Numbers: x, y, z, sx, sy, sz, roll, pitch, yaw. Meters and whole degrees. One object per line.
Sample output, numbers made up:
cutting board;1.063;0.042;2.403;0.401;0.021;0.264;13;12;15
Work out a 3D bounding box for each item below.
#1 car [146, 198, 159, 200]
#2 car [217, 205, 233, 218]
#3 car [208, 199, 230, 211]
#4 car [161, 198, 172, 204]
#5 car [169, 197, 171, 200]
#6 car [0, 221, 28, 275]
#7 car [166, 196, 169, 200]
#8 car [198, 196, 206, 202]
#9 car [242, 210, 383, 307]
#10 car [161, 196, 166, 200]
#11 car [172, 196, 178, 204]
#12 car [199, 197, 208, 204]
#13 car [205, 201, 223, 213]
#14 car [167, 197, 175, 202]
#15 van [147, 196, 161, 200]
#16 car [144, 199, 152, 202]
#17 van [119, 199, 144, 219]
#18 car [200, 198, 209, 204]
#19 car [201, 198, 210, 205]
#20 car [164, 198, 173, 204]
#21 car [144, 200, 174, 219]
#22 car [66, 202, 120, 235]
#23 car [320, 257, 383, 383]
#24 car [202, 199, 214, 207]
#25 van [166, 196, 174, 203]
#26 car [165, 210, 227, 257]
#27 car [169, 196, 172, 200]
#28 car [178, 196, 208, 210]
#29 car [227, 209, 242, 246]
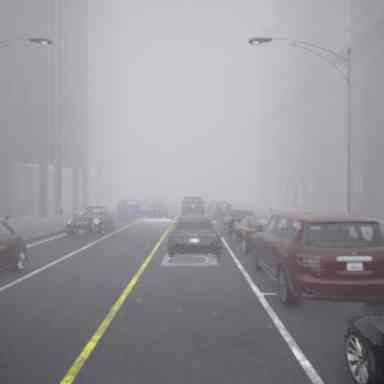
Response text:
car;-5.764;1.807;41.832;2.008;1.369;4.403;0;0;0
car;2.761;1.683;19.294;1.947;1.339;4.313;0;0;0
car;2.760;1.626;30.567;1.967;1.590;4.097;0;0;0
car;-5.763;2.028;75.651;2.008;1.369;4.403;0;0;0
car;-5.763;1.968;64.378;1.947;1.339;4.313;0;0;0
car;-5.765;1.489;8.014;1.967;1.590;4.097;0;0;0
car;-5.764;1.681;58.743;2.192;1.841;5.009;0;0;0
car;2.761;1.910;92.565;2.192;1.841;5.009;0;0;0
car;2.759;1.364;8.024;2.192;1.841;5.009;0;0;0
car;-5.764;1.769;53.105;1.967;1.590;4.097;0;0;0
car;-2.997;1.917;72.838;1.837;1.490;4.892;0;0;0
car;2.761;1.956;81.293;1.967;1.590;4.097;0;0;0
car;2.761;1.822;41.838;1.947;1.339;4.313;0;0;0
car;-5.763;2.119;92.391;1.752;1.417;4.829;0;0;0
van;-5.765;1.634;47.470;1.690;1.788;3.998;0;0;0
car;-5.764;1.745;36.026;1.752;1.417;4.829;0;0;0
van;-5.765;1.527;30.561;1.690;1.788;3.998;0;0;0
car;2.762;2.059;75.657;1.802;1.307;4.206;0;0;0
car;2.762;2.021;70.020;1.802;1.307;4.206;0;0;0
car;-5.763;2.097;81.288;1.802;1.307;4.206;0;0;0
car;-3.096;1.757;31.799;1.994;1.385;4.181;0;0;0
car;-5.765;1.557;19.287;1.967;1.590;4.097;0;0;0
car;2.760;1.581;2.385;1.947;1.339;4.313;0;0;0
car;2.762;1.948;58.747;1.802;1.307;4.206;0;0;0
van;-5.764;1.896;86.926;1.690;1.788;3.998;0;0;0
car;0.093;1.645;13.382;1.994;1.385;4.181;0;0;0
car;-5.763;2.005;70.015;1.947;1.339;4.313;0;0;0
car;0.100;1.416;32.028;2.150;2.045;5.566;0;0;0
car;2.760;1.628;13.658;1.887;1.381;4.507;0;0;0
